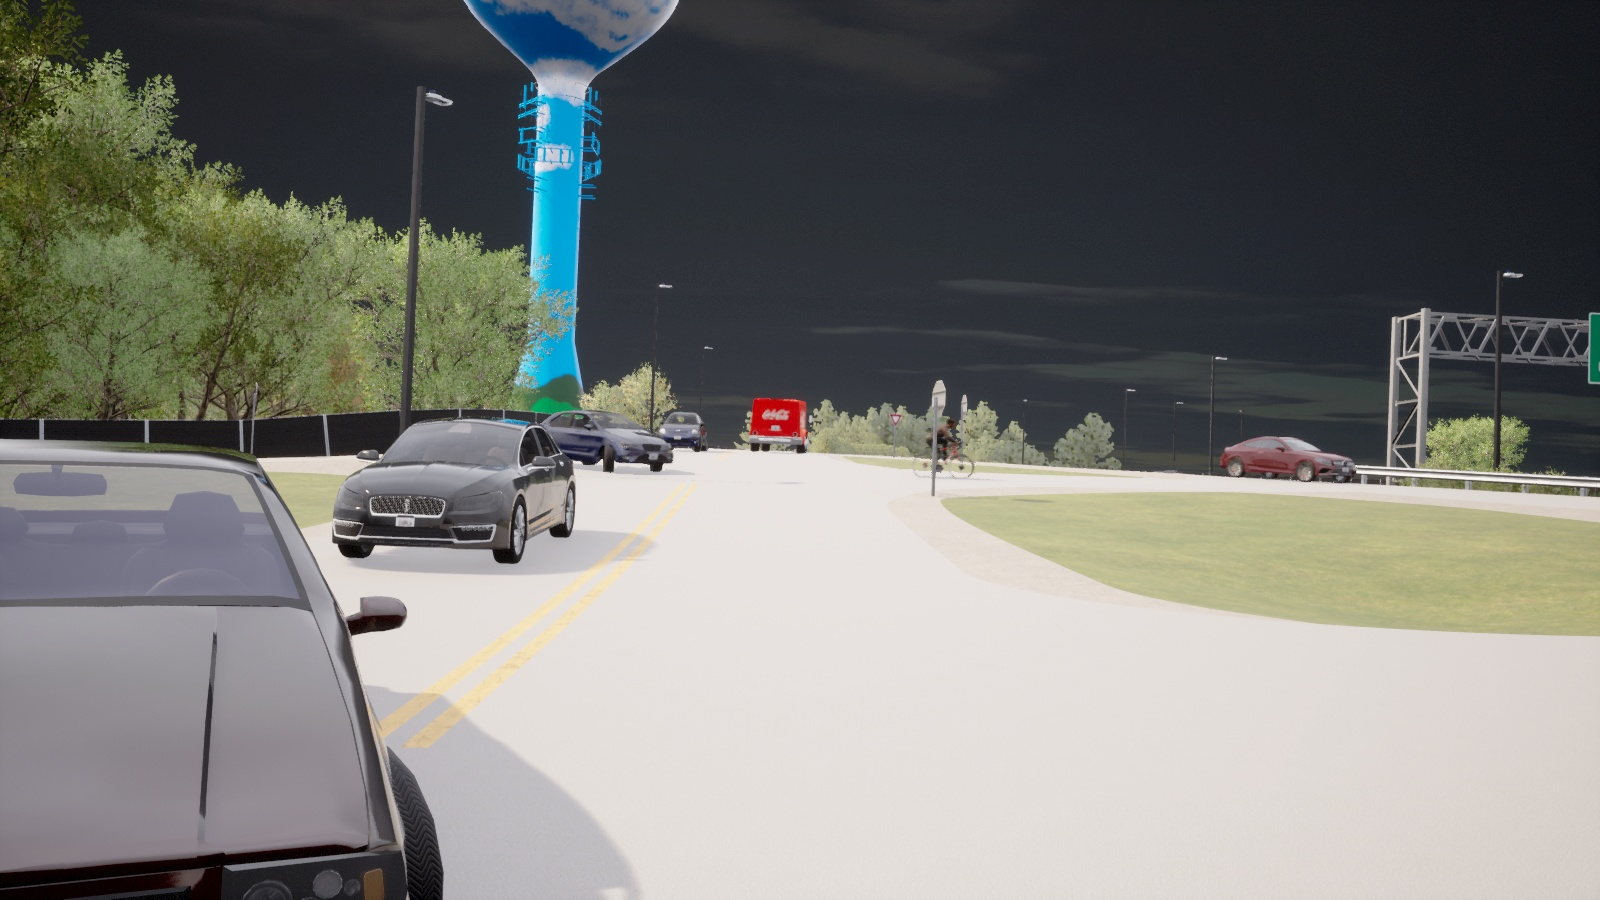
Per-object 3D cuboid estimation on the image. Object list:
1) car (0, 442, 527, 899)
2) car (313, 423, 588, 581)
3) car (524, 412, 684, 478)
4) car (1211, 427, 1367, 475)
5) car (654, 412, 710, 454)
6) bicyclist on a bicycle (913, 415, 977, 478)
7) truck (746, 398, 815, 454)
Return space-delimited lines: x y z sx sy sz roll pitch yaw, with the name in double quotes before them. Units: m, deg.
"car" -2.553 0.719 4.461 2.033 1.411 5.357 1 1 -24
"car" -3.827 0.455 14.714 1.837 1.490 4.892 1 2 0
"car" -5.023 -0.152 31.853 4.193 1.474 1.816 3 2 44
"car" 15.985 0.005 41.312 1.812 1.442 4.674 2 0 -28
"car" -4.802 -0.711 51.610 1.851 1.617 3.988 1 1 1
"bicyclist on a bicycle" 3.870 -0.092 33.511 1.656 1.620 0.582 2 0 7
"truck" -0.863 -1.091 59.433 2.627 2.467 5.204 1 0 6
